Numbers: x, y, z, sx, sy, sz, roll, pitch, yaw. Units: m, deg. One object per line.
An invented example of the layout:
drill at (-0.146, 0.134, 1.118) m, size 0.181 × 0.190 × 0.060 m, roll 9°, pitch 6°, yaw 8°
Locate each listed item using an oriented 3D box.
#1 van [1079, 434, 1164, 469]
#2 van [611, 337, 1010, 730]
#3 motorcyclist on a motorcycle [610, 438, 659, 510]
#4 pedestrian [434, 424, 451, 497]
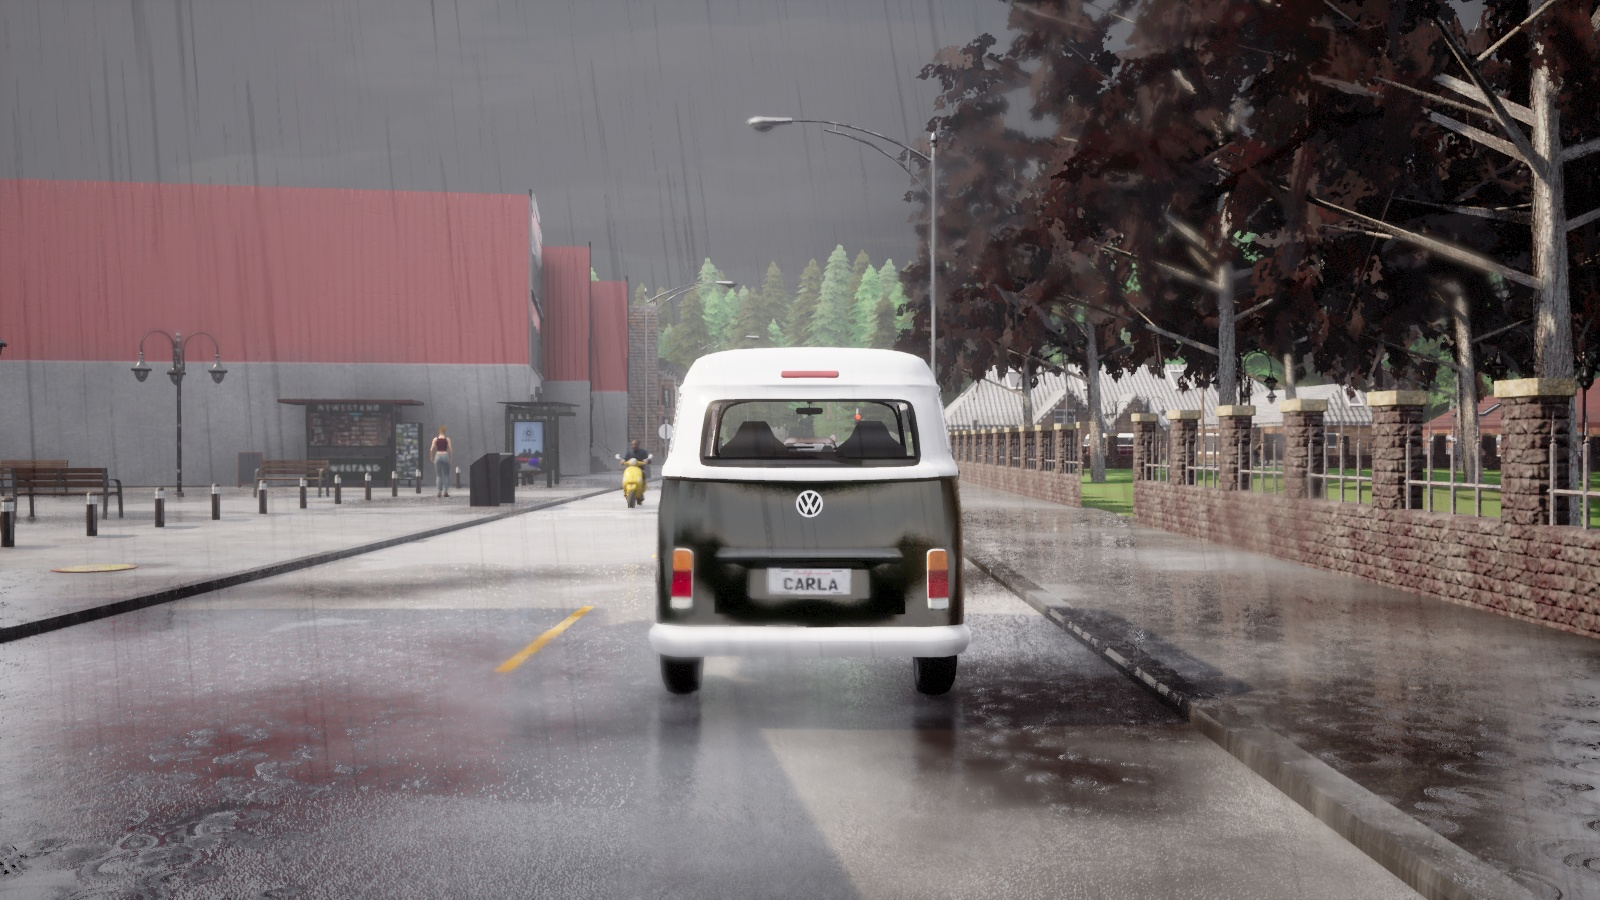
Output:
van at (18.773, 0.070, 73.468) m, size 4.480 × 2.038 × 2.069 m, roll 0°, pitch 0°, yaw -1°
van at (0.067, 0.420, 8.757) m, size 2.069 × 2.038 × 4.480 m, roll 0°, pitch 0°, yaw 0°
motorcyclist on a motorcycle at (-3.795, 0.534, 28.906) m, size 0.866 × 1.590 × 1.817 m, roll 0°, pitch 0°, yaw 0°
pedestrian at (-9.150, 0.267, 32.138) m, size 0.345 × 1.836 × 0.594 m, roll 0°, pitch 0°, yaw -9°
